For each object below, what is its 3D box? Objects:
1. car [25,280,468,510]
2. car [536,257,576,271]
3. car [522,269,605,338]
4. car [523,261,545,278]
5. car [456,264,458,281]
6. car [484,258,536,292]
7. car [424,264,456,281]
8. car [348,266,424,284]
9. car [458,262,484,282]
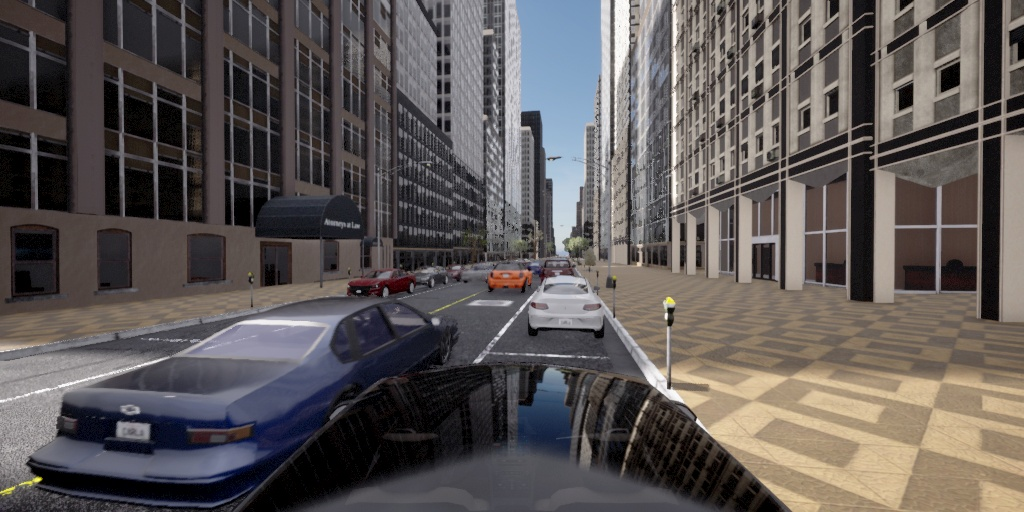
[{"bbox_3d":[-2.334,1.297,5.047,2.033,1.411,5.357,0,0,9],"label":"car"},{"bbox_3d":[2.853,1.060,22.071,2.192,1.841,5.009,0,0,9],"label":"car"},{"bbox_3d":[1.514,1.274,10.116,1.812,1.442,4.674,0,0,9],"label":"car"},{"bbox_3d":[2.243,1.269,35.403,1.812,1.442,4.674,0,0,9],"label":"car"},{"bbox_3d":[-4.586,1.327,28.941,1.802,1.307,4.207,0,0,9],"label":"car"},{"bbox_3d":[0.015,1.097,21.288,2.097,1.767,4.553,0,0,9],"label":"car"},{"bbox_3d":[-5.435,1.296,23.321,2.007,1.370,4.403,0,0,9],"label":"car"},{"bbox_3d":[-6.281,1.292,17.701,1.888,1.381,4.507,0,0,9],"label":"car"},{"bbox_3d":[-2.279,1.346,26.853,1.895,1.301,4.718,0,0,9],"label":"car"}]
